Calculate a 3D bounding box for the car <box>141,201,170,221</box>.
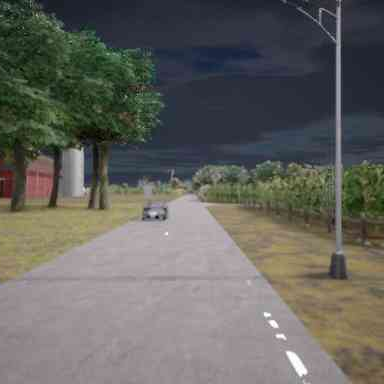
[{"bbox_3d":[-2.839,1.469,26.577,2.128,1.511,4.902,0,0,0],"label":"car"}]
